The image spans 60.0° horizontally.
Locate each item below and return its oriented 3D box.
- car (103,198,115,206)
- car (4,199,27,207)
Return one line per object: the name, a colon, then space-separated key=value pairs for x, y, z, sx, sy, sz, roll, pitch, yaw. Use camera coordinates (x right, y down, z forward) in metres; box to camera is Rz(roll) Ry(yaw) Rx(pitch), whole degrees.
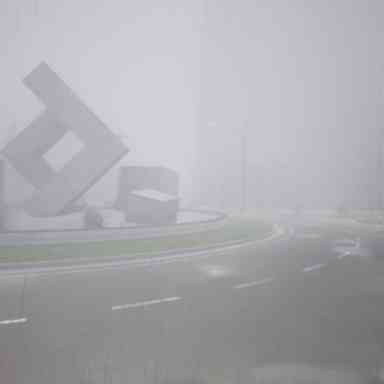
car: x=-15.179 y=1.904 z=62.196 sx=1.994 sy=1.385 sz=4.181 roll=1 pitch=0 yaw=4
car: x=-23.680 y=1.669 z=45.555 sx=4.181 sy=1.385 sz=1.994 roll=1 pitch=-1 yaw=-41
